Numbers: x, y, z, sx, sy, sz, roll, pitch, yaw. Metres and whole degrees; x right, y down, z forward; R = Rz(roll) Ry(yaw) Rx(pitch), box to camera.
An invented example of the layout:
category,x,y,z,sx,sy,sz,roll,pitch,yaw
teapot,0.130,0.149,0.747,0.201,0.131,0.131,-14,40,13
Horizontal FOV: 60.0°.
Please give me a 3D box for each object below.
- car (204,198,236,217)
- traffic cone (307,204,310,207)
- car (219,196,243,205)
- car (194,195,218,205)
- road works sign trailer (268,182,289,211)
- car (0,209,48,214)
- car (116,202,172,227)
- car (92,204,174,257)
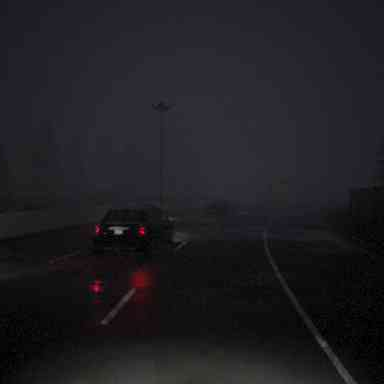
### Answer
category,x,y,z,sx,sy,sz,roll,pitch,yaw
car,2.778,1.491,31.396,1.882,1.535,5.008,0,0,21
traffic cone,18.433,2.010,52.460,0.340,0.580,0.340,0,0,32
car,7.150,1.522,60.892,2.128,1.511,4.902,0,0,37
car,2.574,1.372,60.667,2.097,1.767,4.553,0,0,36
road works sign trailer,11.050,0.499,41.750,2.380,3.560,2.880,0,0,32
car,-11.175,1.581,22.454,1.895,1.301,4.718,0,0,14
car,-3.320,1.546,24.248,2.033,1.411,5.357,0,0,16
car,-2.109,1.350,13.128,2.097,1.767,4.553,0,0,9
